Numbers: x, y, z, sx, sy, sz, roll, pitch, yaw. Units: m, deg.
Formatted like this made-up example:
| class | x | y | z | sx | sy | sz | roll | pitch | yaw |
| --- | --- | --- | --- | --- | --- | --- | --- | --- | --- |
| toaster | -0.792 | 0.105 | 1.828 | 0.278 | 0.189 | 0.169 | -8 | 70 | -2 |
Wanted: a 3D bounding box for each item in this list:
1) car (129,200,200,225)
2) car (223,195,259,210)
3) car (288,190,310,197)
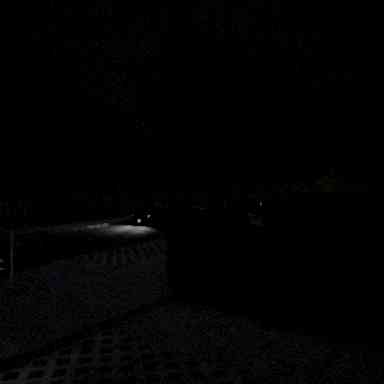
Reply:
| class | x | y | z | sx | sy | sz | roll | pitch | yaw |
| --- | --- | --- | --- | --- | --- | --- | --- | --- | --- |
| car | -1.506 | 1.210 | 21.310 | 2.033 | 1.411 | 5.357 | 0 | 1 | 36 |
| car | 4.453 | 0.922 | 29.669 | 1.812 | 1.442 | 4.674 | 0 | 1 | 36 |
| car | 13.868 | 0.475 | 42.774 | 1.837 | 1.490 | 4.892 | 0 | 1 | 36 |
